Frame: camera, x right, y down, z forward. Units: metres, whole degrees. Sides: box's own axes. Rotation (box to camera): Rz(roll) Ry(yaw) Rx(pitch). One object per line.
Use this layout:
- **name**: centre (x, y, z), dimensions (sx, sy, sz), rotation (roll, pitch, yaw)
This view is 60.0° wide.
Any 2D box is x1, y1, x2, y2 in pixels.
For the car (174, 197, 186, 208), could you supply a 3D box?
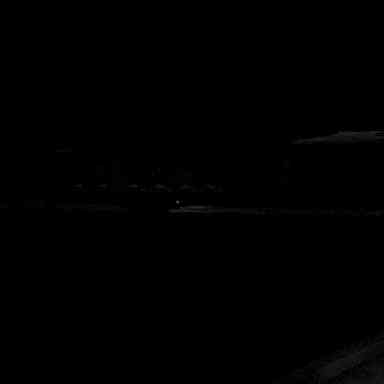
- **car**: centre (-3.791, 1.415, 49.778), dimensions (4.553, 1.767, 2.097), rotation (0, 0, 13)

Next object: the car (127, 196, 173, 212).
- **car**: centre (-5.170, 1.512, 39.318), dimensions (5.008, 1.535, 1.882), rotation (0, 0, 13)

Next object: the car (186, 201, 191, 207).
- **car**: centre (-2.461, 1.606, 53.062), dimensions (4.674, 1.442, 1.812), rotation (0, 0, 13)
